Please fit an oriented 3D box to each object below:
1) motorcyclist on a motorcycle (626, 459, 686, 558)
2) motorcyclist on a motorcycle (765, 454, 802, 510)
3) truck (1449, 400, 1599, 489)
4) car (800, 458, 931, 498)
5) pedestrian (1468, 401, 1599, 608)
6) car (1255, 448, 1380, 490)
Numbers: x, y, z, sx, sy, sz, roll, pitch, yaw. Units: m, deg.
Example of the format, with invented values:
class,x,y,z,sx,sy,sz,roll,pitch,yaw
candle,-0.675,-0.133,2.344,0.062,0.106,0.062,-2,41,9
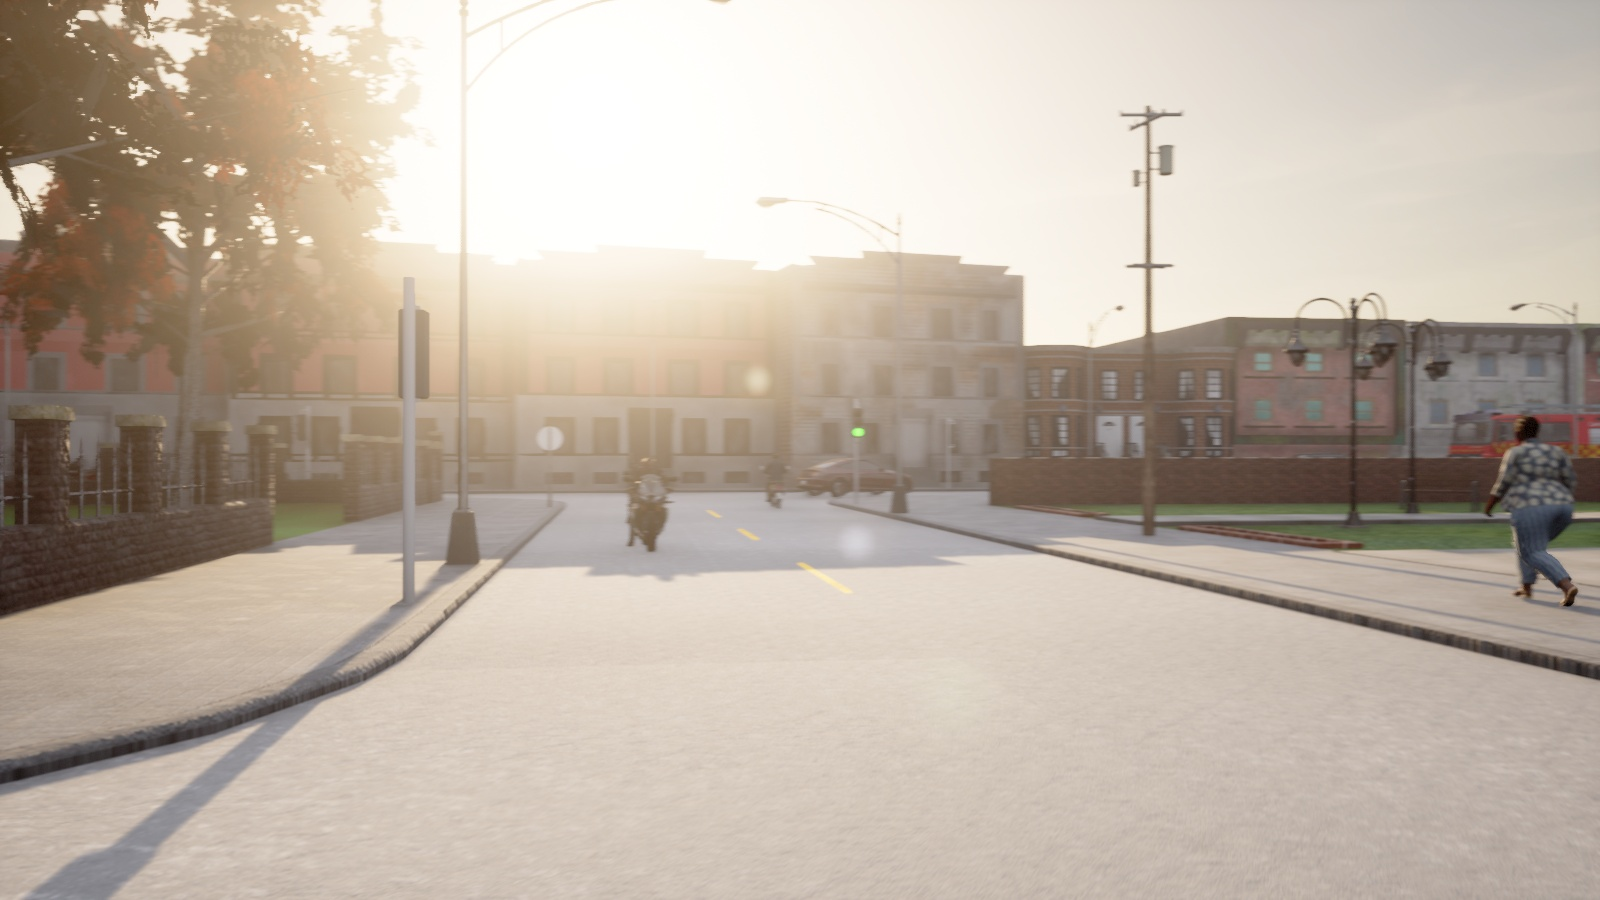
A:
class,x,y,z,sx,sy,sz,roll,pitch,yaw
motorcyclist on a motorcycle,-2.395,0.910,20.652,0.866,1.530,2.191,0,0,-9
motorcyclist on a motorcycle,-0.506,0.911,36.829,0.866,1.590,1.817,0,0,-8
truck,33.739,-0.256,55.902,8.468,3.827,2.891,0,0,-8
car,2.483,1.030,47.420,4.674,1.442,1.812,0,-1,-29
pedestrian,6.948,0.487,11.729,0.874,1.855,0.900,0,0,-8
car,22.381,0.811,54.369,4.553,1.767,2.097,0,0,-8
